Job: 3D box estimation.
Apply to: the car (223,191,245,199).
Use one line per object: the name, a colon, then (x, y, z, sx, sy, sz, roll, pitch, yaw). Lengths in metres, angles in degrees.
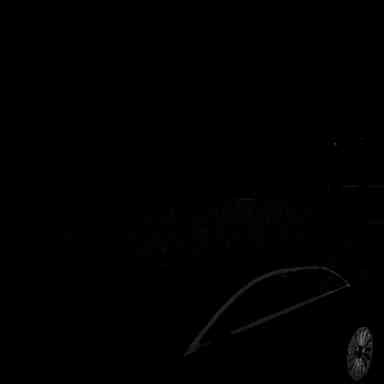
car: (7.986, 0.549, 63.926, 1.837, 1.490, 4.892, -1, 2, -35)

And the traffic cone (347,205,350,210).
traffic cone: (16.884, 1.643, 35.835, 0.340, 0.580, 0.340, -1, 1, 0)

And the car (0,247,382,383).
car: (0.306, 1.478, 3.740, 4.902, 1.511, 2.128, 0, 0, -37)
